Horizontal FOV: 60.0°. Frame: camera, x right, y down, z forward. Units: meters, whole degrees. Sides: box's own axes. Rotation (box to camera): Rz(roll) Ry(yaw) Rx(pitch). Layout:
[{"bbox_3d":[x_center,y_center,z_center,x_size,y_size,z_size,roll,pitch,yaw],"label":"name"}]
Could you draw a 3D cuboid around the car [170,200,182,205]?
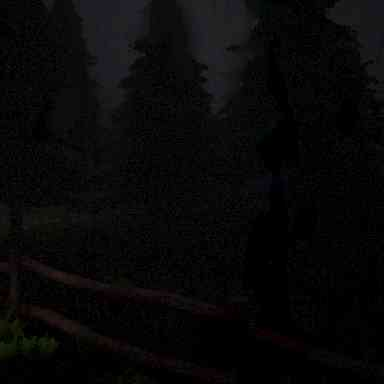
[{"bbox_3d":[-2.751,1.591,37.141,4.181,1.385,1.994,0,0,-13],"label":"car"}]
